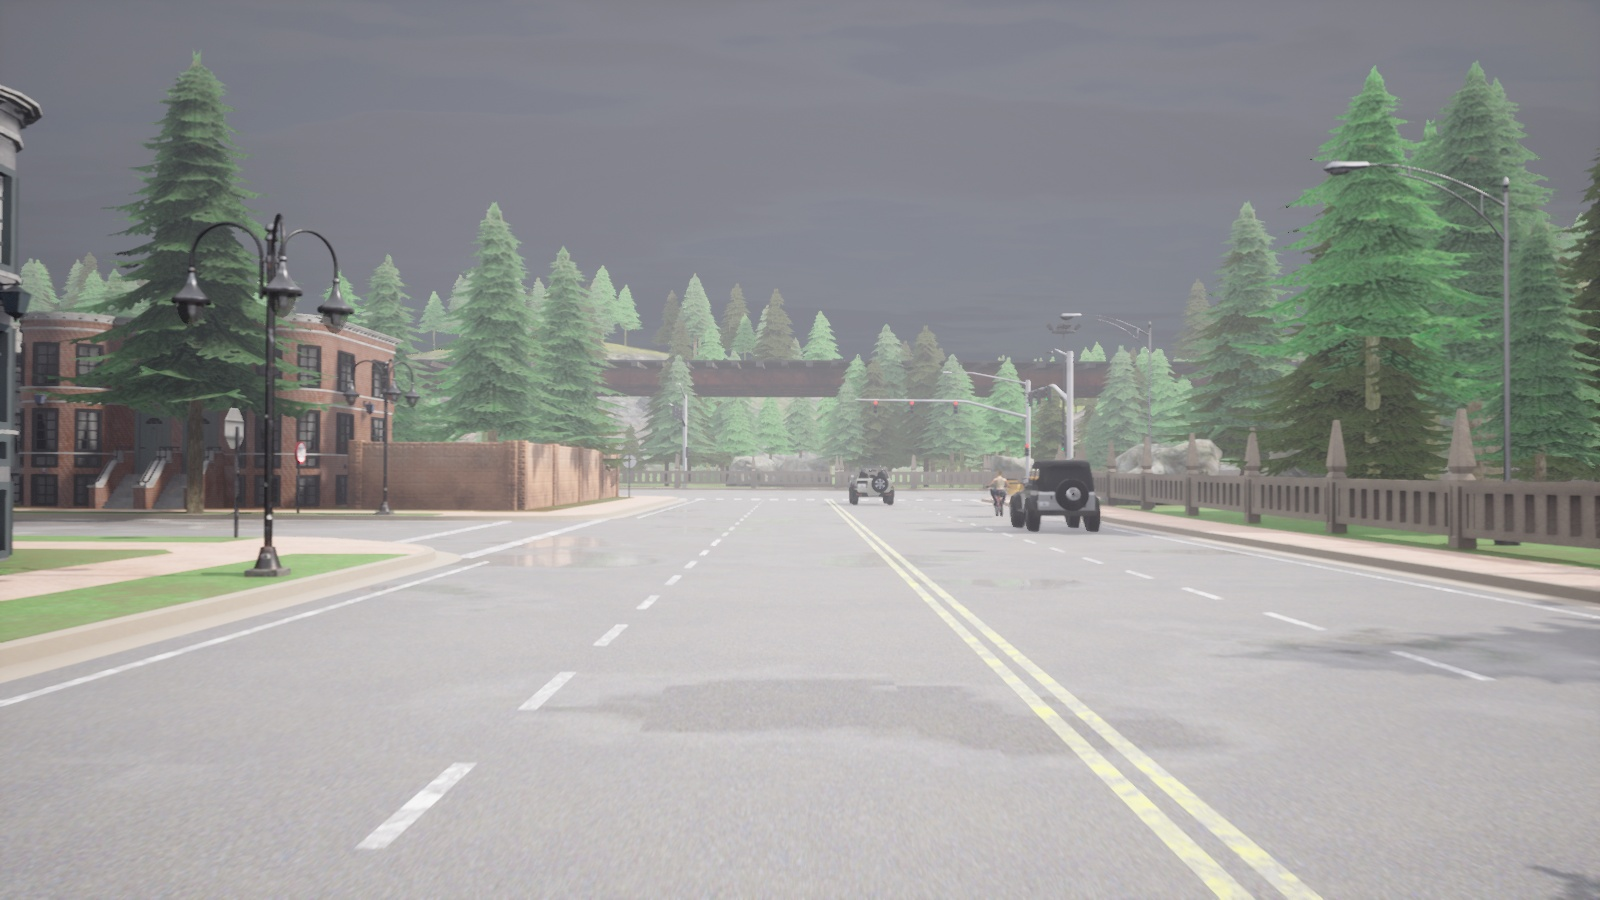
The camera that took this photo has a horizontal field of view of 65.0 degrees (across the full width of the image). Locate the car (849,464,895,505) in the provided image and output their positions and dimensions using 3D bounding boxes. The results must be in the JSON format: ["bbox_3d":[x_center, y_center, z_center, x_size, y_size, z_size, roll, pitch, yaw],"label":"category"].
[{"bbox_3d":[3.355,1.610,59.317,1.932,1.855,4.605,0,-1,0],"label":"car"}]

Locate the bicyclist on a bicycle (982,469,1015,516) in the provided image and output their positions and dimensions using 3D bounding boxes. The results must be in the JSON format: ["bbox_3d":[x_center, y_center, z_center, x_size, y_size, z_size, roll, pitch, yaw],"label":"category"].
[{"bbox_3d":[6.899,1.454,43.681,0.866,1.612,1.509,0,-1,0],"label":"bicyclist on a bicycle"}]

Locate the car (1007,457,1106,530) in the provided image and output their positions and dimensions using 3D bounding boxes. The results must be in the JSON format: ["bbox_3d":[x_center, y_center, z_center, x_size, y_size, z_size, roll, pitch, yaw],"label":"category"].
[{"bbox_3d":[6.916,1.155,34.242,1.905,1.878,3.866,0,-1,0],"label":"car"}]
